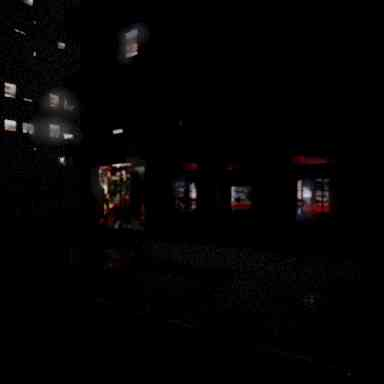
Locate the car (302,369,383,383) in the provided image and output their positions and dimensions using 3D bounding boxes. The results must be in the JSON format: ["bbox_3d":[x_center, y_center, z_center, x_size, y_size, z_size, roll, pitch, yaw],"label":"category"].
[{"bbox_3d":[2.389,1.545,1.169,4.403,1.369,2.008,0,0,36],"label":"car"}]

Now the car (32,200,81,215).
[{"bbox_3d":[-13.093,1.357,32.032,1.752,1.417,4.829,1,1,35],"label":"car"}]

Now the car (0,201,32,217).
[{"bbox_3d":[-16.183,1.458,27.606,2.008,1.369,4.403,1,1,35],"label":"car"}]
